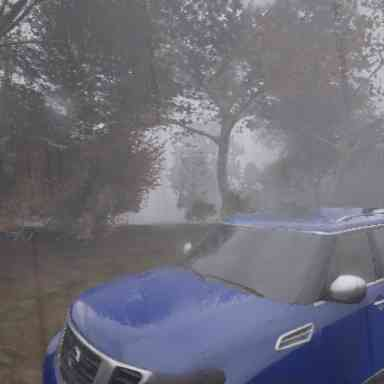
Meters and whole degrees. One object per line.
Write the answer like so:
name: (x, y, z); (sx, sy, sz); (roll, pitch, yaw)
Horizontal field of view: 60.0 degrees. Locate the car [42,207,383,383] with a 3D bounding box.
car: (1.261, 1.249, 4.063); (5.566, 2.045, 2.150); (1, 0, -37)
